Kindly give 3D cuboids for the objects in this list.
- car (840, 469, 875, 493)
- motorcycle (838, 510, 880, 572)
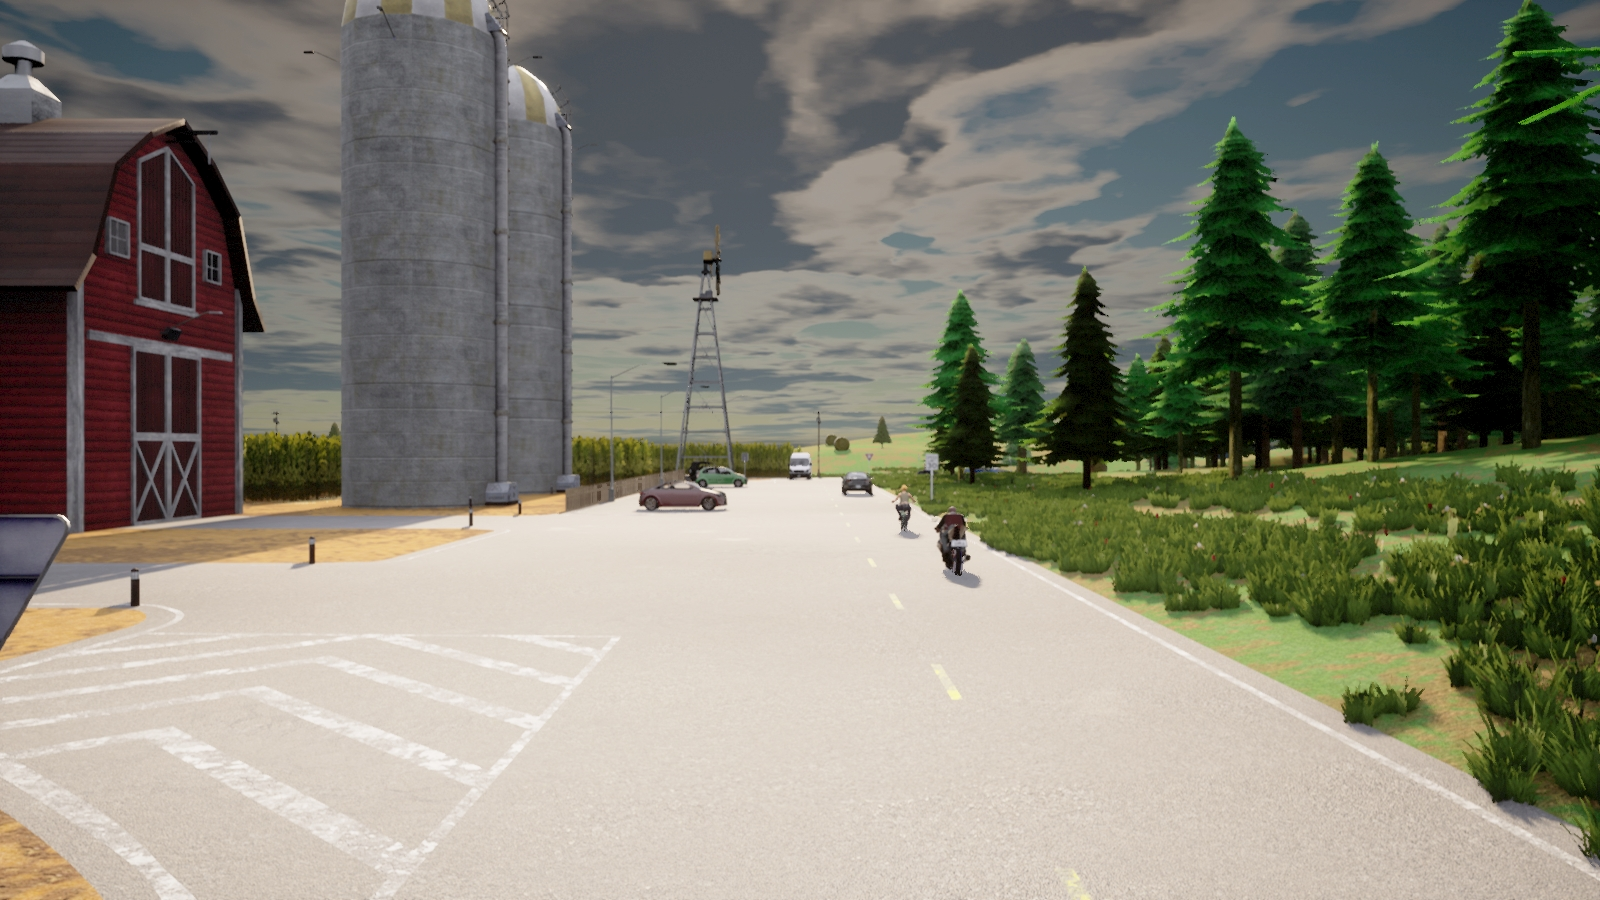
[{"bbox_3d":[3.602,1.945,72.785,2.002,1.442,4.674,0,0,0],"label":"car"},{"bbox_3d":[1.341,2.066,26.407,0.867,1.251,2.209,0,0,0],"label":"motorcycle"}]
